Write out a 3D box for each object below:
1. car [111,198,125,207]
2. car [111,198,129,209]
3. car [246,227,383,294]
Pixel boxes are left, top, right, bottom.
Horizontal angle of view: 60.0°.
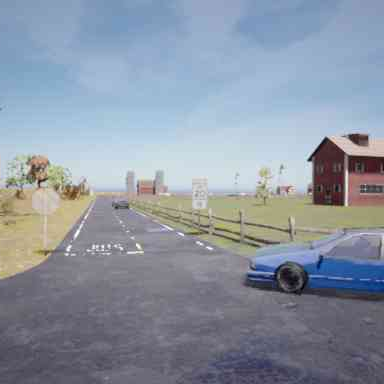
[{"bbox_3d":[-12.785,1.719,56.923,2.033,1.411,5.357,1,0,-16],"label":"car"},{"bbox_3d":[-9.982,1.635,47.241,2.128,1.511,4.902,1,0,-16],"label":"car"},{"bbox_3d":[4.005,1.526,7.514,5.357,1.411,2.033,-1,-1,20],"label":"car"}]
